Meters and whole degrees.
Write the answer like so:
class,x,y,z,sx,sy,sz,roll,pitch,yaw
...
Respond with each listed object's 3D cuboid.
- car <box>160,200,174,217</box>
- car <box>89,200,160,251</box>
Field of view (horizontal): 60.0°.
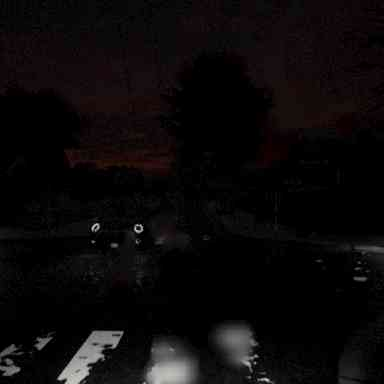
class,x,y,z,sx,sy,sz,roll,pitch,yaw
car,-2.728,1.462,30.864,1.882,1.535,5.008,0,0,0
car,-2.736,1.328,14.030,2.097,1.767,4.553,1,-1,0
